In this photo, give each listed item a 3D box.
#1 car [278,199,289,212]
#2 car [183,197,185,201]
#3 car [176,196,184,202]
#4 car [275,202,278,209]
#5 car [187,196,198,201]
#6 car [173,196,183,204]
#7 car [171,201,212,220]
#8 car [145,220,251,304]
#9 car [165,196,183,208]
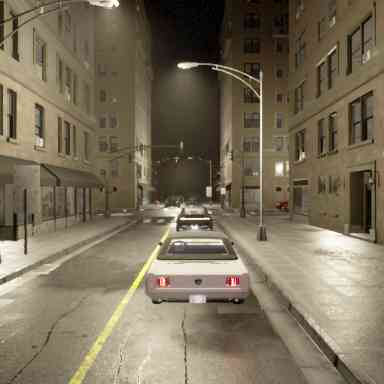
[{"bbox_3d":[12.243,1.533,35.999,4.892,1.490,1.837,0,0,0],"label":"car"},{"bbox_3d":[-2.819,1.553,58.190,2.128,1.511,4.902,0,0,0],"label":"car"},{"bbox_3d":[-2.734,1.616,77.946,1.812,1.442,4.674,0,0,0],"label":"car"},{"bbox_3d":[12.274,1.354,38.536,5.009,1.841,2.192,0,0,0],"label":"car"},{"bbox_3d":[0.126,1.562,63.804,2.128,1.511,4.902,0,0,0],"label":"car"},{"bbox_3d":[-2.754,1.583,67.658,1.837,1.490,4.892,0,0,1],"label":"car"},{"bbox_3d":[0.109,1.499,18.295,2.128,1.511,4.902,0,0,-1],"label":"car"},{"bbox_3d":[0.106,1.602,8.074,1.895,1.301,4.718,0,0,0],"label":"car"},{"bbox_3d":[-2.834,1.398,48.979,2.097,1.767,4.553,0,0,0],"label":"car"}]
